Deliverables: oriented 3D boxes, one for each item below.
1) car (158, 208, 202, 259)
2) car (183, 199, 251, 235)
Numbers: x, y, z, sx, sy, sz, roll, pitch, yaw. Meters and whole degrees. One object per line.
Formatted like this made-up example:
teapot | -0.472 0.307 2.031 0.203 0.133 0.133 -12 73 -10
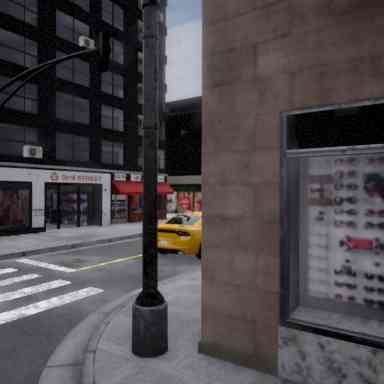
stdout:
car | 0.465 1.501 12.864 1.882 1.535 5.008 0 0 33
car | 1.621 1.377 19.794 2.097 1.767 4.553 0 0 33
